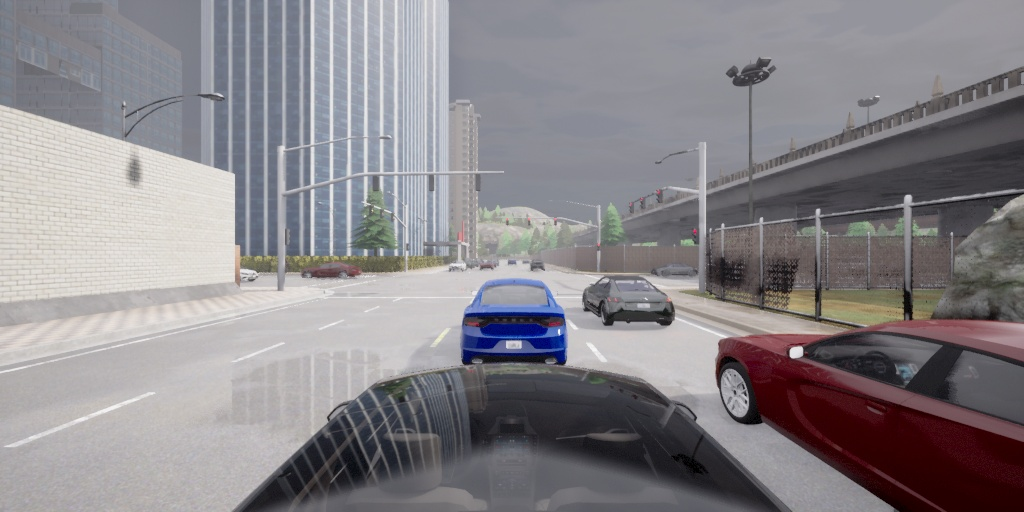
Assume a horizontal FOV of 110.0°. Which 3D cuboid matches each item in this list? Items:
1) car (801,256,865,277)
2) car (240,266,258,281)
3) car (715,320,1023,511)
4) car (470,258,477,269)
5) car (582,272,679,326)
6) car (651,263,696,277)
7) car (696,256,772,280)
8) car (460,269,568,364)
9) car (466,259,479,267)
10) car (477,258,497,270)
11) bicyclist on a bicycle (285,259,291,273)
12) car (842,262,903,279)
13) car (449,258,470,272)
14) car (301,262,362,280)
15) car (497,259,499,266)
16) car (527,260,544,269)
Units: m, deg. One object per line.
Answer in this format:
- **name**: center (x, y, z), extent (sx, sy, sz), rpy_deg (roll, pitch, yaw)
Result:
- **car**: center (31.971, 1.026, 35.503), extent (5.566, 2.045, 2.150), rpy_deg (0, 0, 0)
- **car**: center (-22.634, 1.331, 28.218), extent (4.674, 1.442, 1.812), rpy_deg (0, 0, 0)
- **car**: center (3.601, 1.228, 2.715), extent (1.882, 1.535, 5.008), rpy_deg (0, 0, 0)
- **car**: center (-7.078, 1.102, 56.136), extent (2.097, 1.767, 4.553), rpy_deg (0, 0, 0)
- **car**: center (3.576, 1.314, 11.709), extent (1.994, 1.385, 4.181), rpy_deg (0, 0, 0)
- **car**: center (16.021, 1.369, 35.475), extent (4.181, 1.385, 1.994), rpy_deg (0, 0, 0)
- **car**: center (19.999, 1.027, 31.980), extent (5.566, 2.045, 2.150), rpy_deg (0, 0, 0)
- **car**: center (0.053, 1.228, 8.049), extent (1.882, 1.535, 5.008), rpy_deg (0, 0, 1)
- **car**: center (-7.051, 1.314, 64.776), extent (1.994, 1.385, 4.181), rpy_deg (0, 0, -1)
- **car**: center (-3.579, 1.351, 51.894), extent (1.895, 1.301, 4.718), rpy_deg (0, 0, 0)
- **bicyclist on a bicycle**: center (-25.296, 1.106, 40.175), extent (0.582, 1.620, 1.656), rpy_deg (0, 0, 0)
- **car**: center (32.937, 1.406, 32.003), extent (4.718, 1.301, 1.895), rpy_deg (0, 0, 0)
- **car**: center (-7.086, 1.276, 47.271), extent (1.812, 1.442, 4.674), rpy_deg (0, 0, 0)
- **car**: center (-16.037, 1.284, 31.910), extent (5.008, 1.535, 1.882), rpy_deg (0, 0, 0)
- **car**: center (-3.566, 1.351, 61.058), extent (1.895, 1.301, 4.718), rpy_deg (0, 0, 0)
- **car**: center (3.530, 1.254, 50.873), extent (1.837, 1.490, 4.892), rpy_deg (0, 0, 1)
